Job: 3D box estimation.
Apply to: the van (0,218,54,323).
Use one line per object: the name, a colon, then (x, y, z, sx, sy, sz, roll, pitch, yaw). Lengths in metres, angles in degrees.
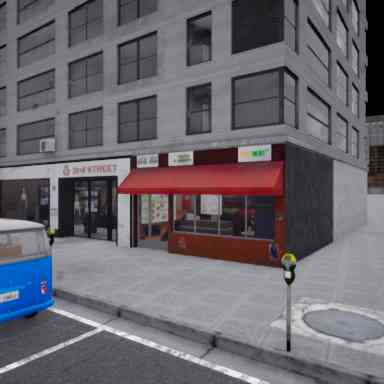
van: (-4.259, 1.340, 6.093, 3.998, 1.788, 1.690, 0, 0, 35)
